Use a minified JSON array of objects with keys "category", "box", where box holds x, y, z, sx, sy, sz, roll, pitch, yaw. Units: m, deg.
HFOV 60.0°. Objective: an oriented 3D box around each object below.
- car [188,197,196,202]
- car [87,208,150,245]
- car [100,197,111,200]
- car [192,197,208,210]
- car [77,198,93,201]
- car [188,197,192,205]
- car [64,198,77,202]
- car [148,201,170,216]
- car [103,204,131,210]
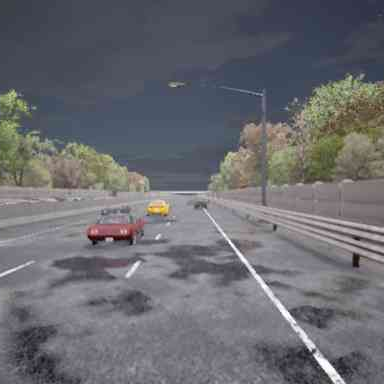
[{"category":"car","box":[0.024,1.917,87.508,1.994,1.385,4.181,0,0,0]},{"category":"car","box":[-3.395,1.672,15.897,1.895,1.301,4.718,0,0,0]},{"category":"car","box":[-17.481,1.862,67.635,2.128,1.511,4.902,0,0,0]},{"category":"car","box":[1.238,1.735,48.244,1.837,1.490,4.892,0,0,0]},{"category":"car","box":[-20.981,1.895,67.219,1.994,1.385,4.181,0,0,0]},{"category":"car","box":[0.019,1.872,67.757,2.033,1.411,5.357,0,0,0]},{"category":"car","box":[-24.481,1.862,67.637,1.812,1.442,4.674,0,0,0]},{"category":"car","box":[-3.389,1.631,34.035,1.882,1.535,5.008,0,0,0]},{"category":"car","box":[-6.890,1.740,30.937,1.895,1.301,4.718,0,0,0]}]
